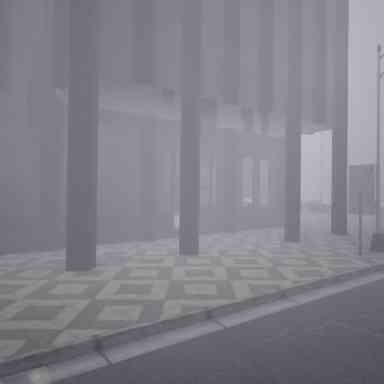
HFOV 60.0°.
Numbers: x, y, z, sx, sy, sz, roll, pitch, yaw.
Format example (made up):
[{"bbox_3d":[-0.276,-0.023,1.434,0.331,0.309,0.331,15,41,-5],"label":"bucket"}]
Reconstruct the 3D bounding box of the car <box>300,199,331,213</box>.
[{"bbox_3d":[12.900,1.442,33.404,1.887,1.381,4.507,1,-1,-36],"label":"car"}]

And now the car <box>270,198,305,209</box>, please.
[{"bbox_3d":[13.484,1.551,47.204,1.887,1.381,4.507,1,-1,-36],"label":"car"}]

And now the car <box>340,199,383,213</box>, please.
[{"bbox_3d":[19.782,1.577,38.433,2.008,1.369,4.403,1,-1,-36],"label":"car"}]

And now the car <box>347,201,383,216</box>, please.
[{"bbox_3d":[16.091,1.435,28.961,1.752,1.417,4.829,1,-1,-36],"label":"car"}]
